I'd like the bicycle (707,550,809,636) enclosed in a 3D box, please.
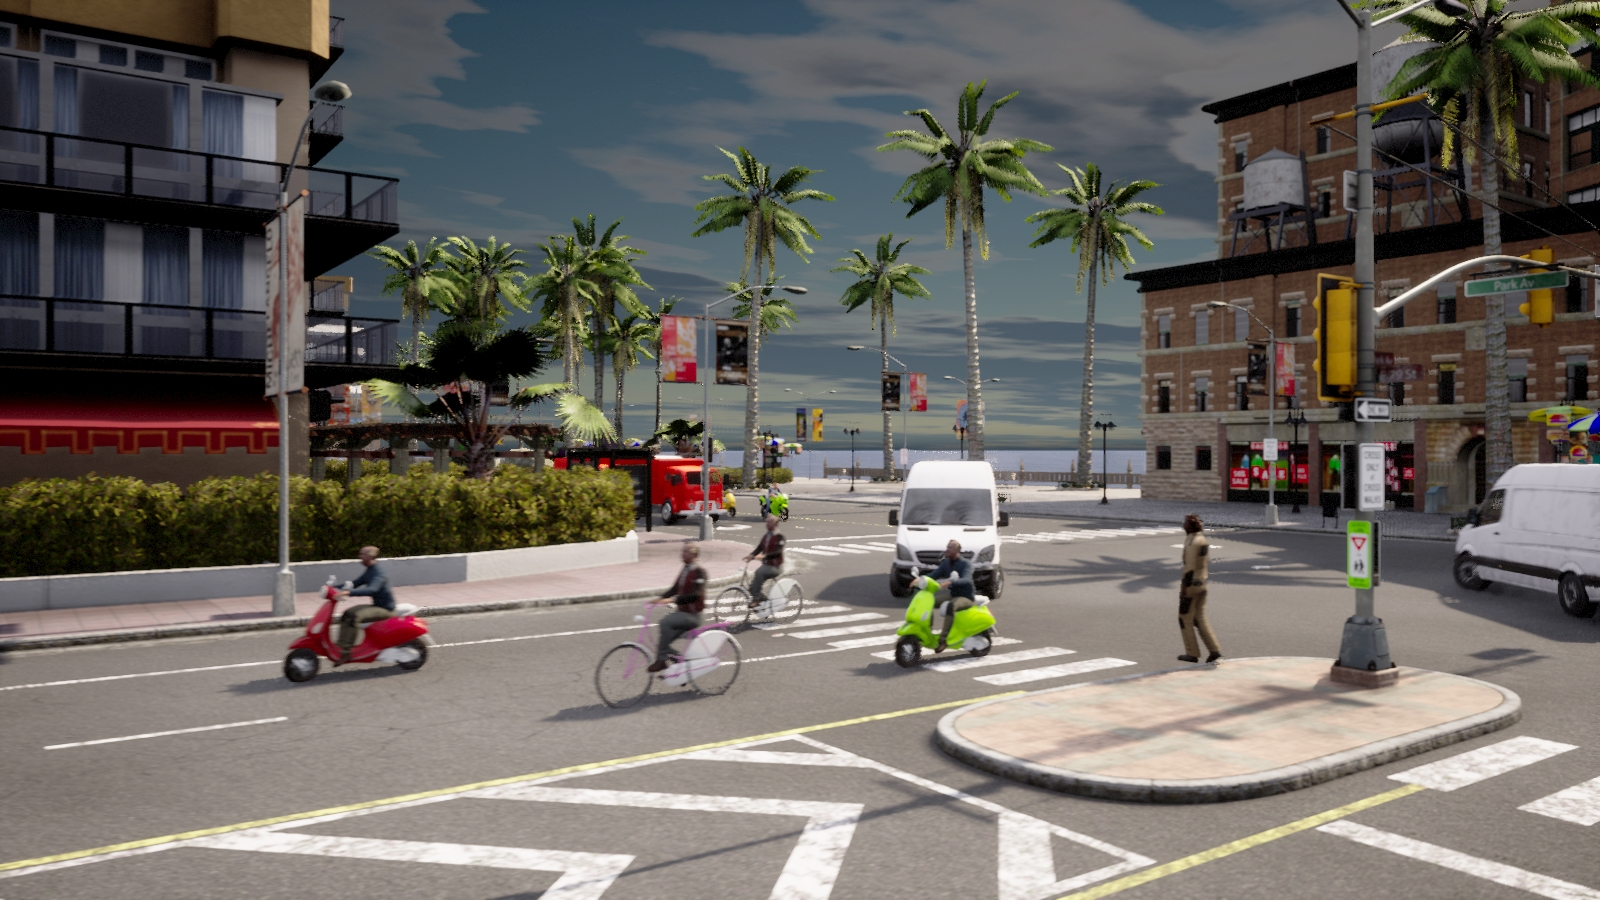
[{"bbox_3d":[-0.627,2.209,17.874,1.835,1.171,0.329,0,0,-44],"label":"bicycle"}]

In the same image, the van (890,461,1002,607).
[{"bbox_3d":[3.145,1.533,23.585,1.988,2.561,5.915,0,0,10],"label":"van"}]

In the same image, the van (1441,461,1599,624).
[{"bbox_3d":[14.120,1.532,20.863,1.988,2.561,5.915,1,0,6],"label":"van"}]

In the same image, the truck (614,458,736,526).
[{"bbox_3d":[-4.992,1.564,44.878,2.627,2.467,5.204,0,0,-34],"label":"truck"}]

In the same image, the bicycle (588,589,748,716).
[{"bbox_3d":[-1.440,2.210,12.691,1.835,1.171,0.329,0,0,-36],"label":"bicycle"}]

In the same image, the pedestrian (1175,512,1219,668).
[{"bbox_3d":[4.897,1.703,14.080,0.375,1.860,0.375,0,0,-42],"label":"pedestrian"}]
